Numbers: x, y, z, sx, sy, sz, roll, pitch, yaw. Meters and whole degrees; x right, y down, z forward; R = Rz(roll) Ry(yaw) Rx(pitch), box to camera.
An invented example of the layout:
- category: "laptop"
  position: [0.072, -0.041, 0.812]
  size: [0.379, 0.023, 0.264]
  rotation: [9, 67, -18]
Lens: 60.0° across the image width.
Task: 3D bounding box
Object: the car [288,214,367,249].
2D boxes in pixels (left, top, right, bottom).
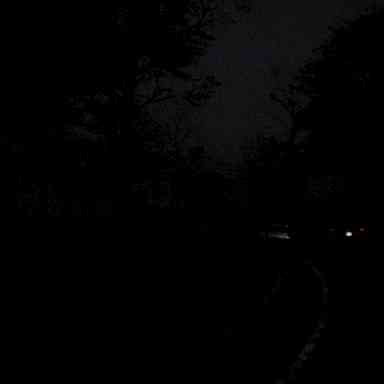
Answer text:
- category: "car"
  position: [6.116, 1.715, 15.554]
  size: [1.994, 1.385, 4.181]
  rotation: [0, -1, -8]
